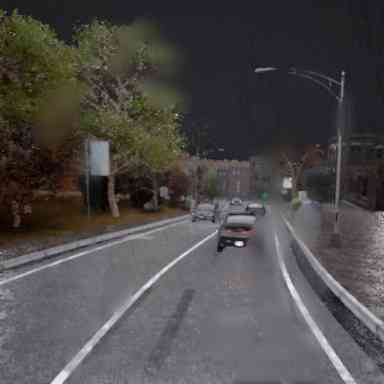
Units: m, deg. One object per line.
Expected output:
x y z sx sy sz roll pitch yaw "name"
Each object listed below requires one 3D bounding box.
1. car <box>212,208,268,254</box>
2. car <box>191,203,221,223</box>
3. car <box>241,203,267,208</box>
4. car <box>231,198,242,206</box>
2.222 1.665 14.544 1.837 1.490 4.892 1 0 12 "car"
1.252 1.682 27.302 1.837 1.490 4.892 2 0 13 "car"
6.079 1.807 31.789 1.882 1.535 5.008 2 0 13 "car"
8.845 1.915 66.707 2.097 1.767 4.553 1 0 5 "car"
